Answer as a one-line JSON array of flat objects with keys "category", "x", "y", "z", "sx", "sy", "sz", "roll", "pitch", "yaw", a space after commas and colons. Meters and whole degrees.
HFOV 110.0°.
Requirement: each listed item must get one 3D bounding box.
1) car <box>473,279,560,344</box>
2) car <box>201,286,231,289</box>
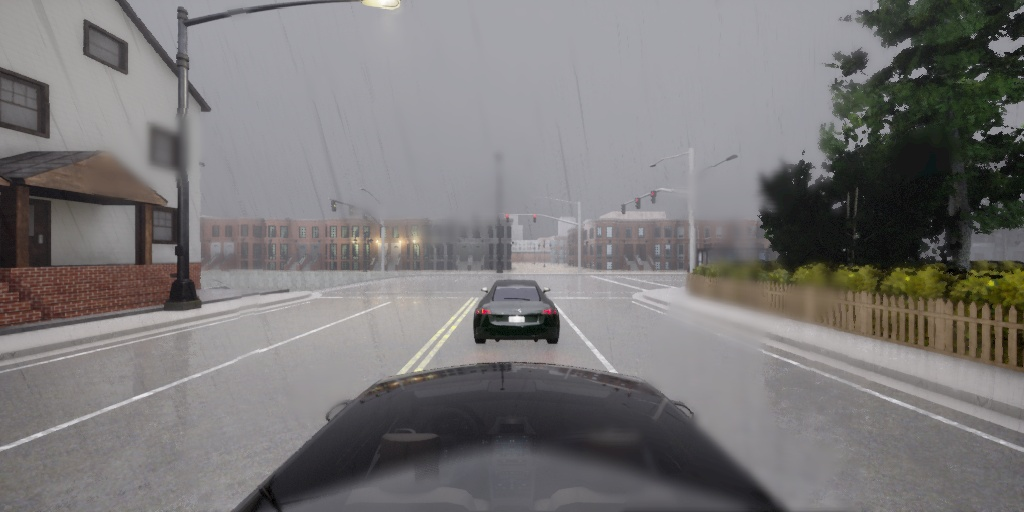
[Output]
[{"category": "car", "x": 0.102, "y": 1.314, "z": 9.612, "sx": 1.994, "sy": 1.385, "sz": 4.181, "roll": 0, "pitch": 0, "yaw": 0}, {"category": "car", "x": -22.429, "y": 3.308, "z": 26.870, "sx": 5.566, "sy": 2.045, "sz": 2.150, "roll": -13, "pitch": 1, "yaw": -1}]
